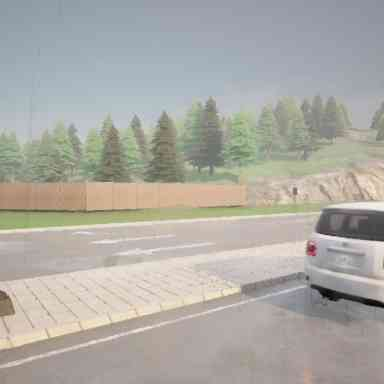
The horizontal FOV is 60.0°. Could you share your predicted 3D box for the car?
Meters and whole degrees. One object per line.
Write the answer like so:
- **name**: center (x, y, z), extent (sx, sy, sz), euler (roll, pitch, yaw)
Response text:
- **car**: center (4.739, 1.221, 7.127), extent (5.566, 2.045, 2.150), euler (0, 0, -35)
